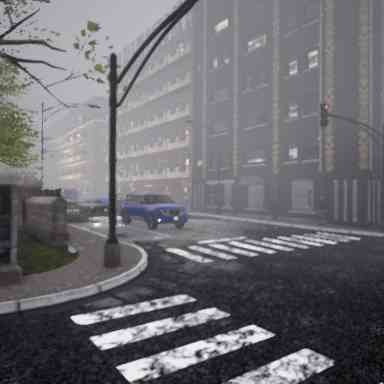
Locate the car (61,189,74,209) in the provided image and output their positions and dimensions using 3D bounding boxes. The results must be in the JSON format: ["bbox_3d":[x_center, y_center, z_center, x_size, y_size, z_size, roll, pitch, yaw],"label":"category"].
[{"bbox_3d":[-13.114,0.897,30.898,2.192,1.841,5.009,2,0,-36],"label":"car"}]

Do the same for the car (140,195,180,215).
[{"bbox_3d":[-3.091,1.169,31.327,1.967,1.590,4.097,2,0,-36],"label":"car"}]

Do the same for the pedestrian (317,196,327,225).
[{"bbox_3d":[8.113,1.143,20.819,0.375,1.860,0.375,2,-1,-36],"label":"pedestrian"}]

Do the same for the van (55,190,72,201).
[{"bbox_3d":[-22.488,0.513,58.192,1.690,1.788,3.998,2,0,-36],"label":"van"}]

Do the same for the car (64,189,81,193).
[{"bbox_3d":[-17.912,0.570,47.402,2.150,2.045,5.566,0,1,-36],"label":"car"}]

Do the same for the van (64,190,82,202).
[{"bbox_3d":[-19.255,0.606,53.715,1.690,1.788,3.998,2,0,-36],"label":"van"}]

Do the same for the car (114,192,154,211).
[{"bbox_3d":[-6.321,0.951,35.804,2.192,1.841,5.009,2,0,-36],"label":"car"}]

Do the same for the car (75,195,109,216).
[{"bbox_3d":[-8.095,1.247,28.341,1.994,1.385,4.181,0,1,-36],"label":"car"}]

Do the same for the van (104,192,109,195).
[{"bbox_3d":[-9.555,0.885,40.282,1.690,1.788,3.998,2,0,-36],"label":"van"}]

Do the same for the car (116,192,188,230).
[{"bbox_3d":[-2.486,1.065,20.576,2.150,2.045,5.566,0,1,-36],"label":"car"}]

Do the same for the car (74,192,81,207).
[{"bbox_3d":[-13.943,1.062,36.448,2.033,1.411,5.357,0,1,-36],"label":"car"}]
